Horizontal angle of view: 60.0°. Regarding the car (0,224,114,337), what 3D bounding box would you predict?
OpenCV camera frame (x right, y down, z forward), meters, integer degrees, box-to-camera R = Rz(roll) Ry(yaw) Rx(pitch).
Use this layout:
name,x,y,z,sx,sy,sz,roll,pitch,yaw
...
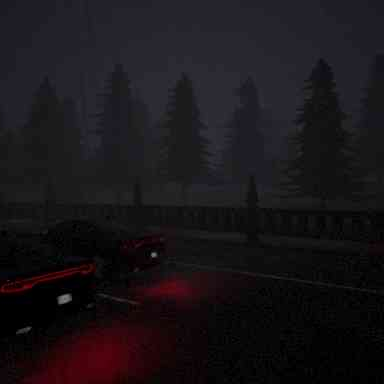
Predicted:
name,x,y,z,sx,sy,sz,roll,pitch,yaw
car,-4.040,1.469,6.330,5.008,1.535,1.882,0,0,31

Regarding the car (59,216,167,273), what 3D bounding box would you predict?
name,x,y,z,sx,sy,sz,roll,pitch,yaw
car,-3.096,1.459,9.831,5.008,1.535,1.882,0,0,31
